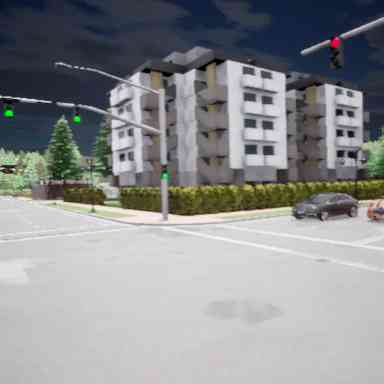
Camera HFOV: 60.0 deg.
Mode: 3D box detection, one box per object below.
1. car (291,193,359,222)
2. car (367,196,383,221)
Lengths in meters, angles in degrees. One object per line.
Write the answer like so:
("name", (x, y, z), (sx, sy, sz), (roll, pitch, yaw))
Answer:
("car", (7.925, 0.826, 19.706), (4.892, 1.490, 1.837), (-3, 2, -34))
("car", (11.447, 0.607, 17.874), (4.553, 1.767, 2.097), (-3, 1, -34))
